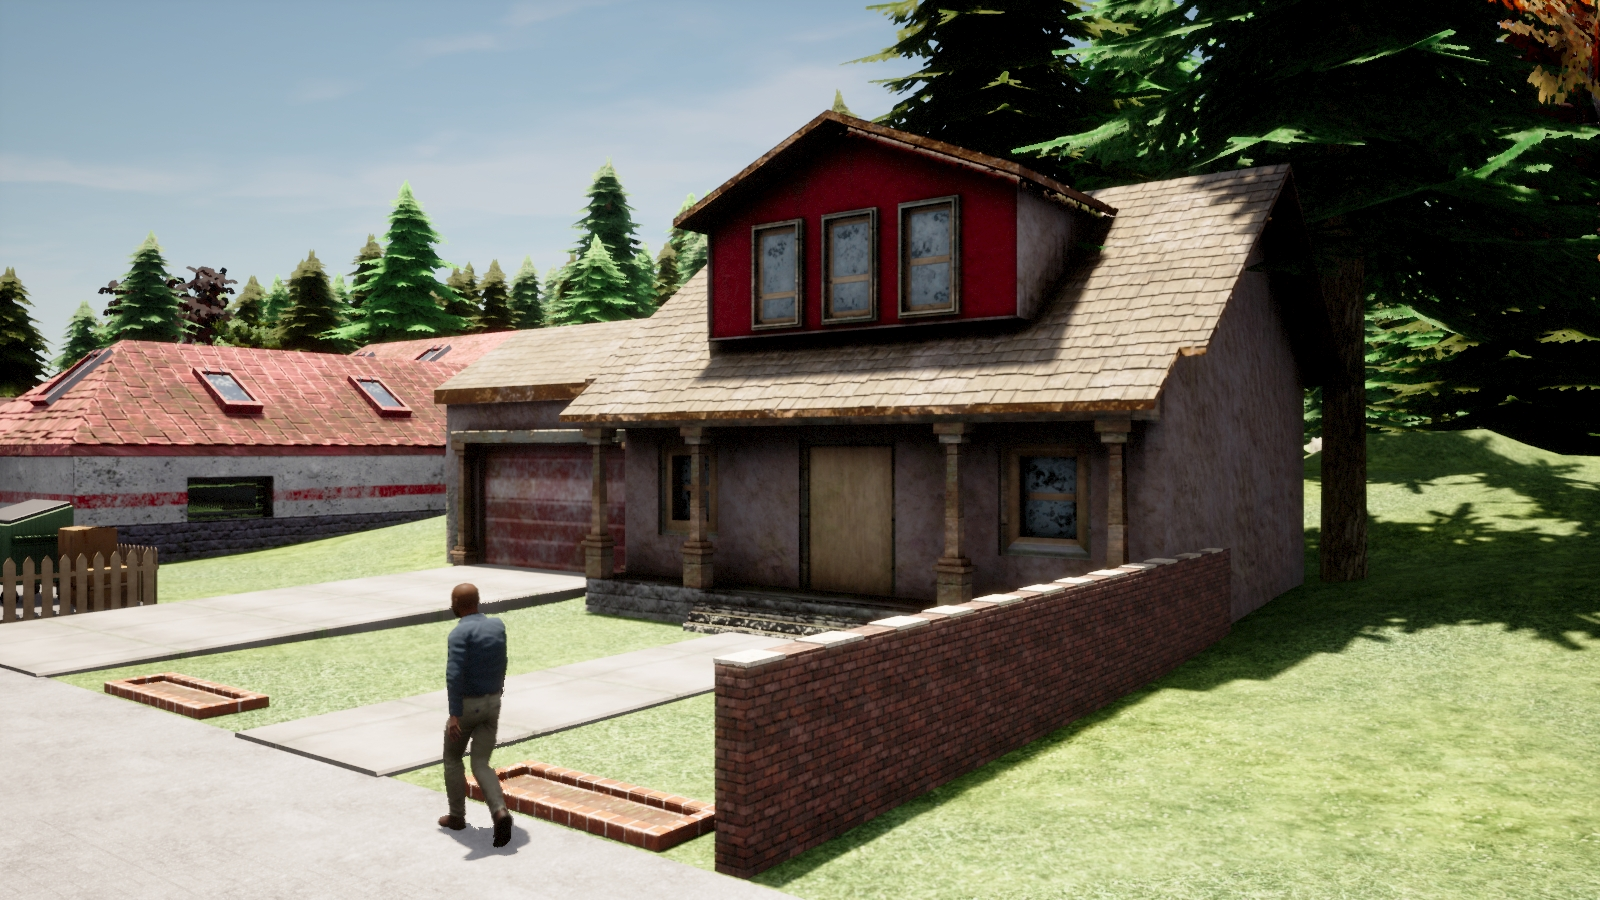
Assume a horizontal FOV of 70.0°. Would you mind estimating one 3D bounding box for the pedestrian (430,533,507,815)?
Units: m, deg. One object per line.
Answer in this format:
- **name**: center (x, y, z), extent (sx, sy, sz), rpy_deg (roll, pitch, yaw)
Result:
- **pedestrian**: center (-2.305, 1.524, 7.953), extent (0.375, 1.860, 0.375), rpy_deg (0, 0, 44)
